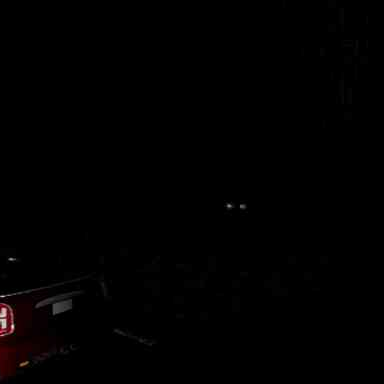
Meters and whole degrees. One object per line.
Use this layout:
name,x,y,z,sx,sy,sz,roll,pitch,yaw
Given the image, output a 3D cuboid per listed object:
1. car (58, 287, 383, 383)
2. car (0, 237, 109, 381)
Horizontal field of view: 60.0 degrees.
car,1.393,1.545,1.973,4.507,1.381,1.887,0,0,35
car,-3.173,1.429,5.218,4.097,1.590,1.967,0,0,35
